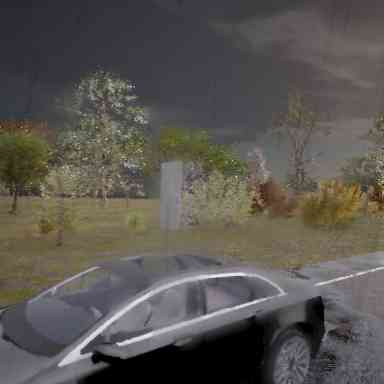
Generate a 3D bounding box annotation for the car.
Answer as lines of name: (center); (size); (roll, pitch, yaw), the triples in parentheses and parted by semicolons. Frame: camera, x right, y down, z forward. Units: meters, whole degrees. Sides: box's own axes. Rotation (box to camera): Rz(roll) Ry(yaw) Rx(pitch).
car: (-0.545, 1.503, 3.598); (4.902, 1.511, 2.128); (1, 0, -35)
